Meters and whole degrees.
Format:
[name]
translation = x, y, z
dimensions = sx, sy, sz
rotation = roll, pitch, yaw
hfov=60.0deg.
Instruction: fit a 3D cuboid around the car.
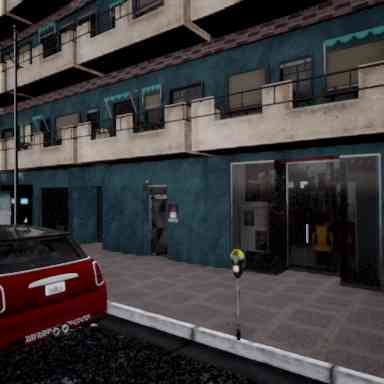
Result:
[car]
translation = -3.621, 1.356, 5.840
dimensions = 4.553, 1.767, 2.097
rotation = 0, 0, 36
